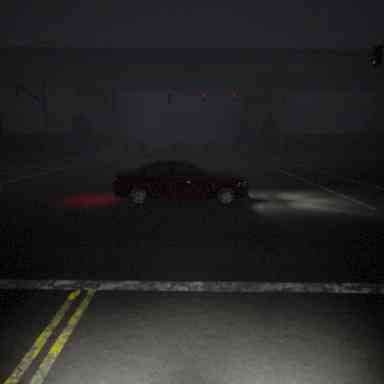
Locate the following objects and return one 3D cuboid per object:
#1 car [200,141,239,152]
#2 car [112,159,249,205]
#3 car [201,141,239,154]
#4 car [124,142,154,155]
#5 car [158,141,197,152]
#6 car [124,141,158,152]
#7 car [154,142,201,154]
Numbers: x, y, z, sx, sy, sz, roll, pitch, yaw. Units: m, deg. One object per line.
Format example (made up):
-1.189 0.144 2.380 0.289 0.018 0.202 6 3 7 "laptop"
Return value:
3.505 -5.851 42.577 4.536 1.218 1.853 5 11 29 "car"
-0.413 -0.451 12.375 5.008 1.535 1.882 0 10 1 "car"
3.550 -5.691 42.579 4.974 1.542 2.038 5 11 29 "car"
-6.440 -5.577 42.012 4.974 1.542 2.038 9 14 44 "car"
-1.791 -5.729 41.923 4.536 1.218 1.853 -7 12 -35 "car"
-6.478 -5.738 42.022 4.536 1.218 1.853 9 14 44 "car"
-1.833 -5.569 41.920 4.974 1.542 2.038 -7 12 -35 "car"
